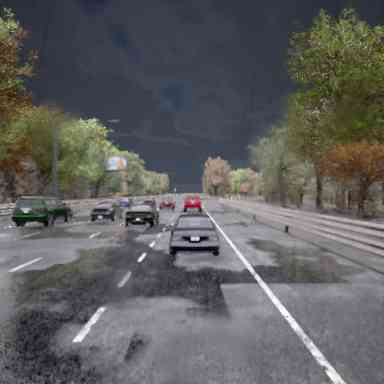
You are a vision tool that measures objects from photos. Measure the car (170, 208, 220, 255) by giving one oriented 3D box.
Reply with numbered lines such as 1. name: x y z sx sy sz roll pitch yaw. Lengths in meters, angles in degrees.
1. car: 0.100 1.608 13.557 2.033 1.411 5.357 0 0 0

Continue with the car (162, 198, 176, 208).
1. car: -3.401 1.562 47.099 2.097 1.767 4.553 0 0 0

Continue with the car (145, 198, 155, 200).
1. car: -6.901 1.751 54.927 1.837 1.490 4.892 0 0 0

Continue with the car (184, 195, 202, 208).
1. car: 0.100 1.415 43.116 2.150 2.045 5.566 0 0 0

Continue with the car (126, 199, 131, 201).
1. car: -10.400 1.761 52.812 1.812 1.442 4.674 0 0 0

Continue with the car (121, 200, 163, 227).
1. car: -3.400 1.582 23.468 1.882 1.535 5.008 0 0 0

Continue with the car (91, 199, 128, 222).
1. car: -6.901 1.628 27.448 1.837 1.490 4.892 0 0 0

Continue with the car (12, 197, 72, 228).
1. car: -10.401 1.326 23.513 2.150 2.045 5.566 0 0 0
